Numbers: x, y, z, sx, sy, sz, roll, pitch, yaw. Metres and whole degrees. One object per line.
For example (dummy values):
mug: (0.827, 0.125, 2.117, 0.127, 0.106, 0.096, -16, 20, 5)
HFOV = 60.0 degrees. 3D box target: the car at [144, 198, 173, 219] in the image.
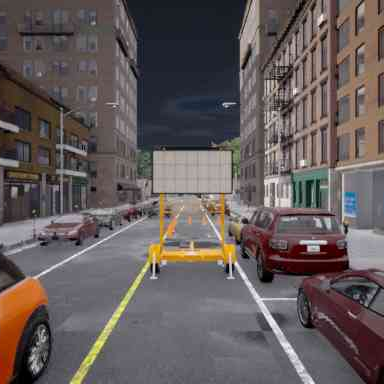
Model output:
car: (-2.725, 1.505, 28.961, 1.837, 1.490, 4.892, 0, 0, 0)

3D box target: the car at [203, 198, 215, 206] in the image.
car: (2.680, 1.596, 53.771, 1.802, 1.307, 4.206, 0, 0, 0)

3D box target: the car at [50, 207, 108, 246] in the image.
car: (-5.375, 1.582, 15.144, 1.802, 1.307, 4.206, 0, 0, 0)

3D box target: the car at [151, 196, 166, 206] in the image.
car: (-5.345, 1.454, 53.775, 1.967, 1.590, 4.097, 0, 0, 0)

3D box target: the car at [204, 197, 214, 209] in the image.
car: (2.667, 1.584, 37.216, 1.802, 1.307, 4.206, 0, 0, 0)

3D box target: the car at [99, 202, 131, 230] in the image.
car: (-5.371, 1.551, 20.663, 2.008, 1.369, 4.403, 0, 0, 0)

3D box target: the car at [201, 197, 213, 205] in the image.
car: (2.685, 1.584, 59.289, 1.947, 1.339, 4.313, 0, 0, 0)

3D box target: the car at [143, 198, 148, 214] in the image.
car: (-5.362, 1.567, 31.701, 1.947, 1.339, 4.313, 0, 0, 0)

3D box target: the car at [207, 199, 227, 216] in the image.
car: (2.663, 1.583, 31.698, 1.802, 1.307, 4.206, 0, 0, 0)

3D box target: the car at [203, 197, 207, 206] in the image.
car: (2.671, 1.531, 42.905, 1.752, 1.417, 4.829, 0, 0, 0)

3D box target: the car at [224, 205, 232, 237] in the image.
car: (2.645, 1.525, 15.311, 1.752, 1.417, 4.829, 0, 0, 0)

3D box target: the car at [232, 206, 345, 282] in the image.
car: (2.645, 1.315, 9.625, 2.192, 1.841, 5.009, 0, 0, 0)

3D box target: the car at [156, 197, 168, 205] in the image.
car: (-5.341, 1.600, 59.294, 1.802, 1.307, 4.206, 0, 0, 0)

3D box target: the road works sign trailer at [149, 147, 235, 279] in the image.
road works sign trailer: (0.008, 0.464, 9.995, 2.380, 3.560, 2.880, 0, 0, 0)

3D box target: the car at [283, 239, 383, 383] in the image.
car: (2.641, 1.582, 4.107, 1.802, 1.307, 4.206, 0, 0, 0)

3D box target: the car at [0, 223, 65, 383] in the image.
car: (-2.845, 1.352, 2.346, 2.097, 1.767, 4.553, 0, 0, 0)

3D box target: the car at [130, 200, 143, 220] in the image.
car: (-5.367, 1.545, 26.182, 1.887, 1.381, 4.507, 0, 0, 0)
